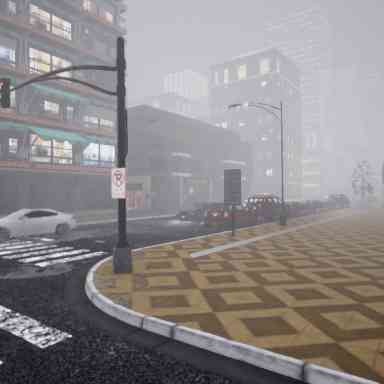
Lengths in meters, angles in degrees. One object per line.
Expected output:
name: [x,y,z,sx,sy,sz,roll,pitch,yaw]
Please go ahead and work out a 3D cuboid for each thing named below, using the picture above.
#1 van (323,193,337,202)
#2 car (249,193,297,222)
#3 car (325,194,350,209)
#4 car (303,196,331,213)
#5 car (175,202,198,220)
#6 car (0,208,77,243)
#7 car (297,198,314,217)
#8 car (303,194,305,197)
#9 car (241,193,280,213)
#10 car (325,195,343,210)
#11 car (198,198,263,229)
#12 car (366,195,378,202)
van: [29.262,1.230,70.467,1.690,1.788,3.998,-1,0,36]
car: [5.798,1.216,25.241,2.192,1.841,5.009,-1,0,36]
car: [19.048,1.168,43.268,2.192,1.841,5.009,-1,0,36]
car: [12.425,1.422,34.254,1.887,1.381,4.507,-1,0,36]
car: [0.900,1.518,27.714,2.033,1.411,5.357,-1,0,36]
car: [-7.975,1.529,16.210,1.812,1.442,4.674,-1,-1,40]
car: [9.113,1.471,29.747,1.802,1.307,4.206,-1,0,36]
car: [22.538,1.440,61.317,1.752,1.417,4.829,-1,0,36]
car: [7.691,1.168,36.951,2.150,2.045,5.566,-1,0,36]
car: [15.738,1.416,38.760,2.008,1.369,4.403,-1,0,36]
car: [2.487,1.353,20.734,1.967,1.590,4.097,-1,0,36]
car: [35.612,1.334,65.800,1.887,1.381,4.507,-1,0,36]
